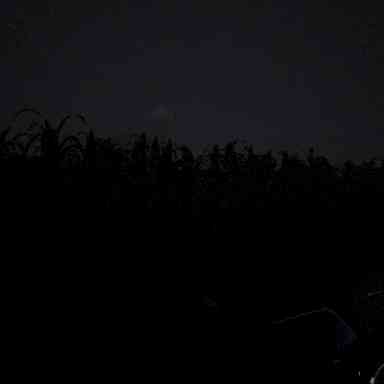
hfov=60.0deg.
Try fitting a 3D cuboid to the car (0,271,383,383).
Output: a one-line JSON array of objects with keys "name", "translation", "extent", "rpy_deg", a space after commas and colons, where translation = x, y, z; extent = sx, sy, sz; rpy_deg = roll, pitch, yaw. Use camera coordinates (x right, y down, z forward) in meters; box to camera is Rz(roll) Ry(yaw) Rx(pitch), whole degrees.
[{"name": "car", "translation": [0.290, 1.620, 3.272], "extent": [4.718, 1.301, 1.895], "rpy_deg": [1, 0, -35]}]
